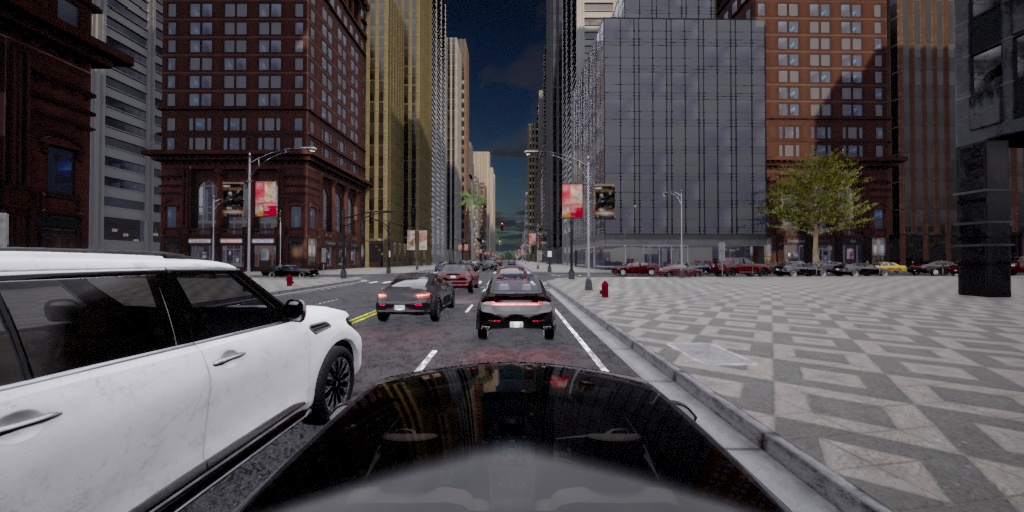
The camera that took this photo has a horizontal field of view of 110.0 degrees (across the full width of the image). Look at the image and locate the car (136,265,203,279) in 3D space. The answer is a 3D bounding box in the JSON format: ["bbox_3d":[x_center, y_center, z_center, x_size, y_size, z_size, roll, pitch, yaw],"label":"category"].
[{"bbox_3d":[-33.293,1.575,34.926,4.718,1.301,1.895,0,-1,0],"label":"car"}]

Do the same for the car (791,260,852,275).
[{"bbox_3d":[33.570,1.247,38.984,4.902,1.511,2.128,0,-1,-1],"label":"car"}]

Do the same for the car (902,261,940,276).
[{"bbox_3d":[42.832,1.202,35.994,4.892,1.490,1.837,0,-1,-1],"label":"car"}]

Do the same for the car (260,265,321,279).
[{"bbox_3d":[-21.477,1.520,34.923,4.718,1.301,1.895,0,-1,0],"label":"car"}]

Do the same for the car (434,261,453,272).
[{"bbox_3d":[-9.870,1.492,51.901,1.812,1.442,4.674,0,0,0],"label":"car"}]

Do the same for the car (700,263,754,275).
[{"bbox_3d":[23.160,1.386,38.822,4.718,1.301,1.895,0,-1,-1],"label":"car"}]

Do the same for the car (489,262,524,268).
[{"bbox_3d":[-0.012,1.258,19.556,1.882,1.535,5.008,0,0,0],"label":"car"}]

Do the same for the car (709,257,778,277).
[{"bbox_3d":[20.934,1.038,33.014,5.009,1.841,2.192,0,0,-1],"label":"car"}]

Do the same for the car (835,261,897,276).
[{"bbox_3d":[32.208,1.257,33.196,4.313,1.339,1.948,0,0,-1],"label":"car"}]

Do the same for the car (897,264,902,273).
[{"bbox_3d":[43.182,1.292,41.899,4.829,1.417,1.751,0,0,-1],"label":"car"}]

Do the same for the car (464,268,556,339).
[{"bbox_3d":[0.093,1.248,10.056,2.128,1.511,4.902,0,0,0],"label":"car"}]

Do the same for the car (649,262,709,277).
[{"bbox_3d":[15.296,1.325,32.922,4.207,1.307,1.802,0,0,-1],"label":"car"}]

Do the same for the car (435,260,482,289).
[{"bbox_3d":[-3.162,1.140,21.346,2.097,1.767,4.553,0,0,0],"label":"car"}]

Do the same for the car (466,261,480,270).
[{"bbox_3d":[-6.616,1.556,61.278,1.812,1.442,4.674,0,0,0],"label":"car"}]

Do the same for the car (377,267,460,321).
[{"bbox_3d":[-3.157,1.287,12.366,1.812,1.442,4.674,0,0,0],"label":"car"}]

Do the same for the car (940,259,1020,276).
[{"bbox_3d":[43.484,1.210,33.379,4.507,1.381,1.888,0,0,-1],"label":"car"}]

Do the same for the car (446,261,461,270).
[{"bbox_3d":[-9.866,1.553,60.823,1.812,1.442,4.674,0,0,0],"label":"car"}]

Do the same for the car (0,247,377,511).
[{"bbox_3d":[-3.155,0.972,2.587,2.150,2.045,5.566,0,0,0],"label":"car"}]

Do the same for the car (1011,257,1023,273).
[{"bbox_3d":[49.123,0.970,33.470,5.009,1.841,2.192,0,0,-1],"label":"car"}]

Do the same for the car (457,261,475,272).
[{"bbox_3d":[-6.630,1.459,52.178,2.128,1.511,4.902,0,0,0],"label":"car"}]

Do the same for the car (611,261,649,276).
[{"bbox_3d":[13.243,1.295,38.675,5.008,1.535,1.882,0,-1,-2],"label":"car"}]

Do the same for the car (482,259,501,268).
[{"bbox_3d":[-3.243,1.336,54.644,2.097,1.767,4.553,0,0,1],"label":"car"}]

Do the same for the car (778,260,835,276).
[{"bbox_3d":[26.571,1.273,33.105,4.313,1.339,1.948,0,0,-1],"label":"car"}]
